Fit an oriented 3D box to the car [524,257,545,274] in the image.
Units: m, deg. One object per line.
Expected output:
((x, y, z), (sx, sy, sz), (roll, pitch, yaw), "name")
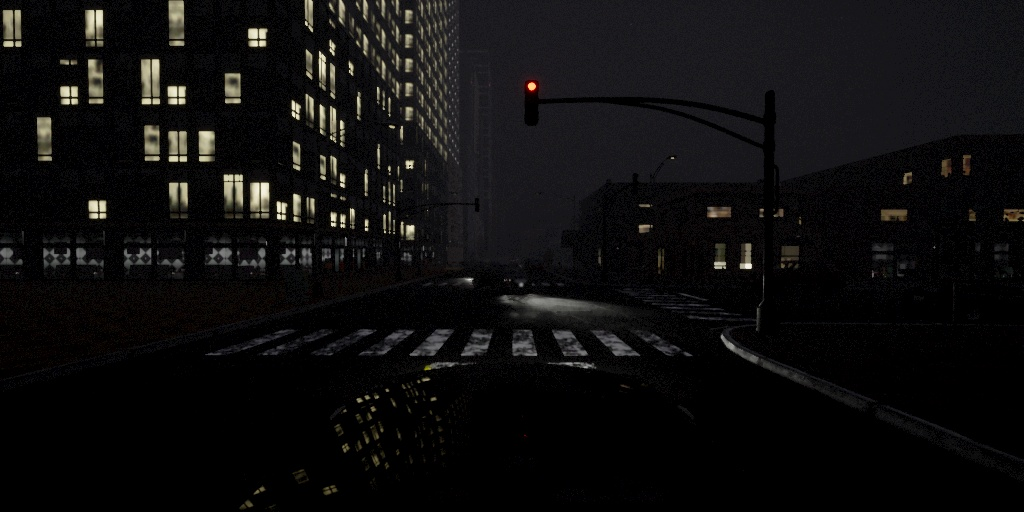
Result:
((2.774, 1.180, 41.331), (1.967, 1.591, 4.097), (0, 0, 0), "car")

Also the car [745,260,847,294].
((16.559, 1.166, 21.019), (5.009, 1.841, 2.192), (0, 0, 1), "car")

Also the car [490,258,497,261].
((-2.968, 1.302, 56.139), (1.994, 1.385, 4.181), (0, 0, 0), "car")

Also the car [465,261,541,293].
((-0.693, 1.237, 20.779), (2.128, 1.511, 4.902), (0, 0, -29), "car")

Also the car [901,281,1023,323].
((16.434, 1.549, 12.640), (4.313, 1.339, 1.948), (0, 0, 1), "car")

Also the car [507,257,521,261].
((0.133, 1.301, 63.834), (1.994, 1.385, 4.181), (0, 0, 0), "car")

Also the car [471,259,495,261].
((-3.032, 1.306, 34.753), (1.994, 1.385, 4.181), (0, 0, 0), "car")

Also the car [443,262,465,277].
((-5.757, 1.267, 35.590), (1.751, 1.417, 4.829), (0, 0, 0), "car")

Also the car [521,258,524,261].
((2.798, 1.053, 52.619), (2.192, 1.841, 5.009), (0, 0, 0), "car")
